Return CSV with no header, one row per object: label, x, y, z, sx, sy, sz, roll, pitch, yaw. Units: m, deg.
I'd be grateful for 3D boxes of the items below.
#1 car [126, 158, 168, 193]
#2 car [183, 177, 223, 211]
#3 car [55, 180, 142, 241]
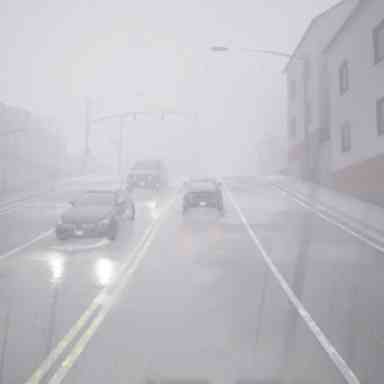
car,-2.894,-1.204,22.667,2.150,2.045,5.566,1,8,2
car,0.546,-0.014,16.567,1.812,1.442,4.674,0,8,2
car,-3.266,0.621,12.089,1.812,1.442,4.674,0,8,2
